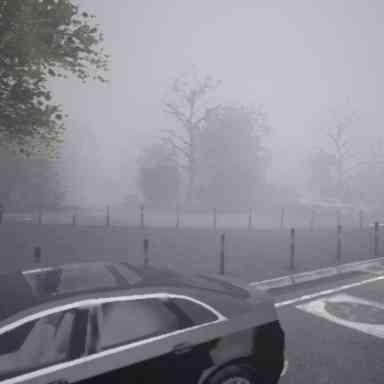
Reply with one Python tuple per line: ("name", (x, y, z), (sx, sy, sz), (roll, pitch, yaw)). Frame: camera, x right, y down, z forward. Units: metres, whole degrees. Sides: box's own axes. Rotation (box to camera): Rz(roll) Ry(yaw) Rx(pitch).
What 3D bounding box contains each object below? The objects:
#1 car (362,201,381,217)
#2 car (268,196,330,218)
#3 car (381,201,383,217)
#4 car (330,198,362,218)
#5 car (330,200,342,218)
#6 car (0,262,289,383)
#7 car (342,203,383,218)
("car", (19.111, 2.066, 38.946), (1.946, 1.575, 5.366), (3, -1, -34))
("car", (10.007, 1.415, 32.483), (2.435, 2.045, 5.566), (2, -1, -34))
("car", (15.109, 1.553, 21.181), (2.185, 1.767, 4.553), (2, -1, -34))
("car", (14.511, 1.596, 35.567), (2.435, 2.045, 5.566), (2, -1, -34))
("car", (12.188, 1.754, 34.005), (2.231, 1.521, 4.892), (2, -1, -34))
("car", (-1.327, 1.472, 2.838), (4.902, 1.511, 2.128), (1, 0, -33))
("car", (21.311, 2.181, 40.438), (1.946, 1.575, 5.366), (3, -1, -34))
